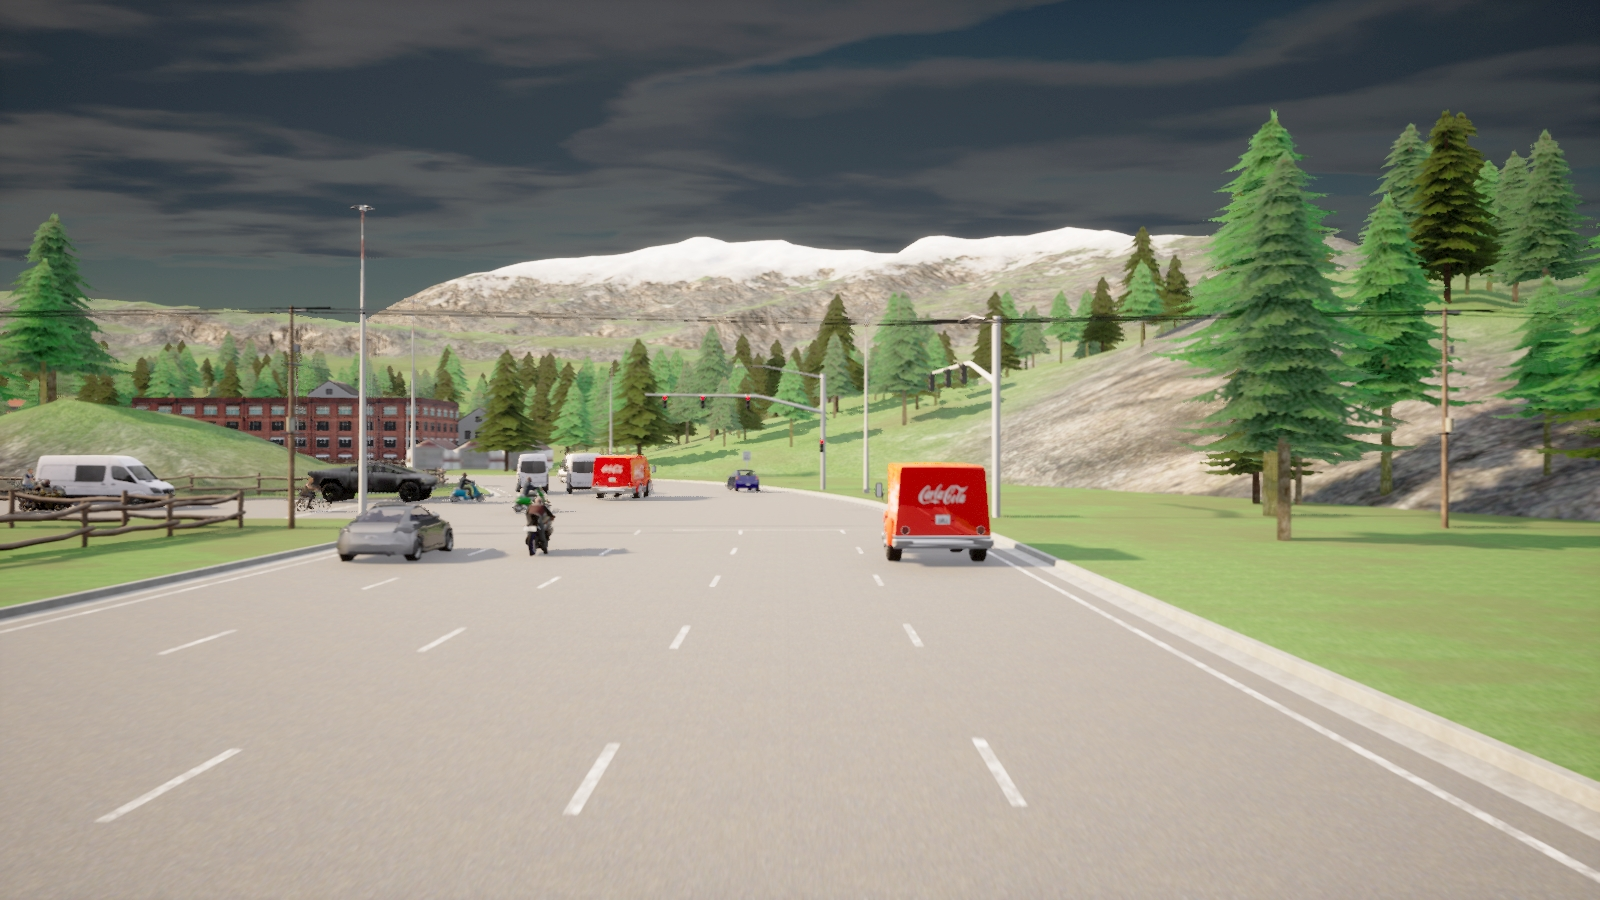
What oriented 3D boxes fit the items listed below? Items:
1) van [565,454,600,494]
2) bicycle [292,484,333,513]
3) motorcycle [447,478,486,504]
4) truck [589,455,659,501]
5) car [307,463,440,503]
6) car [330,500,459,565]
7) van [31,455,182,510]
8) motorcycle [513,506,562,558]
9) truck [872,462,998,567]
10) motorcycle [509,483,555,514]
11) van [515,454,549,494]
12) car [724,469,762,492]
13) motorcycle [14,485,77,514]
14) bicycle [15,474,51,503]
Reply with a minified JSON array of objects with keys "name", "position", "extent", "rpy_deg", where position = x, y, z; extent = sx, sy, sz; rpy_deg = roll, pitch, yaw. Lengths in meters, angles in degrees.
[{"name":"van","position":[-14.464,1.535,75.795],"extent":[1.988,2.561,5.915],"rpy_deg":[0,0,-14]},{"name":"bicycle","position":[-21.750,2.158,50.978],"extent":[1.487,1.276,0.859],"rpy_deg":[0,-1,-5]},{"name":"motorcycle","position":[-17.466,2.143,59.858],"extent":[1.805,1.316,0.856],"rpy_deg":[0,-3,-33]},{"name":"truck","position":[-10.170,1.568,66.324],"extent":[2.627,2.467,5.204],"rpy_deg":[1,0,7]},{"name":"car","position":[-22.874,1.754,61.454],"extent":[6.274,2.098,2.390],"rpy_deg":[0,0,-2]},{"name":"car","position":[-10.594,2.119,30.165],"extent":[1.994,1.385,4.181],"rpy_deg":[0,0,-1]},{"name":"van","position":[-32.837,1.535,54.215],"extent":[5.915,2.561,1.988],"rpy_deg":[0,0,-1]},{"name":"motorcycle","position":[-7.118,2.205,31.103],"extent":[0.867,1.251,2.209],"rpy_deg":[0,0,-1]},{"name":"truck","position":[3.408,1.568,30.007],"extent":[2.627,2.467,5.204],"rpy_deg":[0,0,-1]},{"name":"motorcycle","position":[-11.931,2.142,50.880],"extent":[1.805,1.316,0.856],"rpy_deg":[0,-3,-35]},{"name":"van","position":[-17.758,1.535,75.516],"extent":[1.988,2.561,5.915],"rpy_deg":[0,0,-15]},{"name":"car","position":[-3.900,2.039,77.253],"extent":[1.845,1.501,3.633],"rpy_deg":[0,0,-15]},{"name":"motorcycle","position":[-33.484,2.206,50.711],"extent":[2.209,1.251,0.867],"rpy_deg":[0,0,-1]},{"name":"bicycle","position":[-41.034,2.057,61.110],"extent":[1.643,1.496,0.373],"rpy_deg":[0,0,-1]}]
